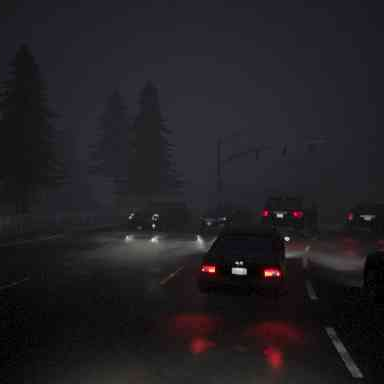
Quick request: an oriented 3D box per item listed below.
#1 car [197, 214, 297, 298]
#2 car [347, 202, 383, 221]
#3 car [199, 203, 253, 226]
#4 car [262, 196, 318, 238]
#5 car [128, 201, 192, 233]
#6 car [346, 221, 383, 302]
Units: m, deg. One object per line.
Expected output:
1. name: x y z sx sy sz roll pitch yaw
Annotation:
1. car: 1.532 1.547 8.734 2.033 1.411 5.357 0 0 15
2. car: 9.976 1.353 18.462 2.097 1.767 4.553 0 0 33
3. car: 2.145 1.440 20.048 2.128 1.511 4.902 0 0 30
4. car: 5.458 1.221 18.188 2.150 2.045 5.566 0 0 28
5. car: -1.816 1.351 19.907 2.097 1.767 4.553 0 0 27
6. car: 4.352 1.492 5.242 2.128 1.511 4.902 0 0 9
